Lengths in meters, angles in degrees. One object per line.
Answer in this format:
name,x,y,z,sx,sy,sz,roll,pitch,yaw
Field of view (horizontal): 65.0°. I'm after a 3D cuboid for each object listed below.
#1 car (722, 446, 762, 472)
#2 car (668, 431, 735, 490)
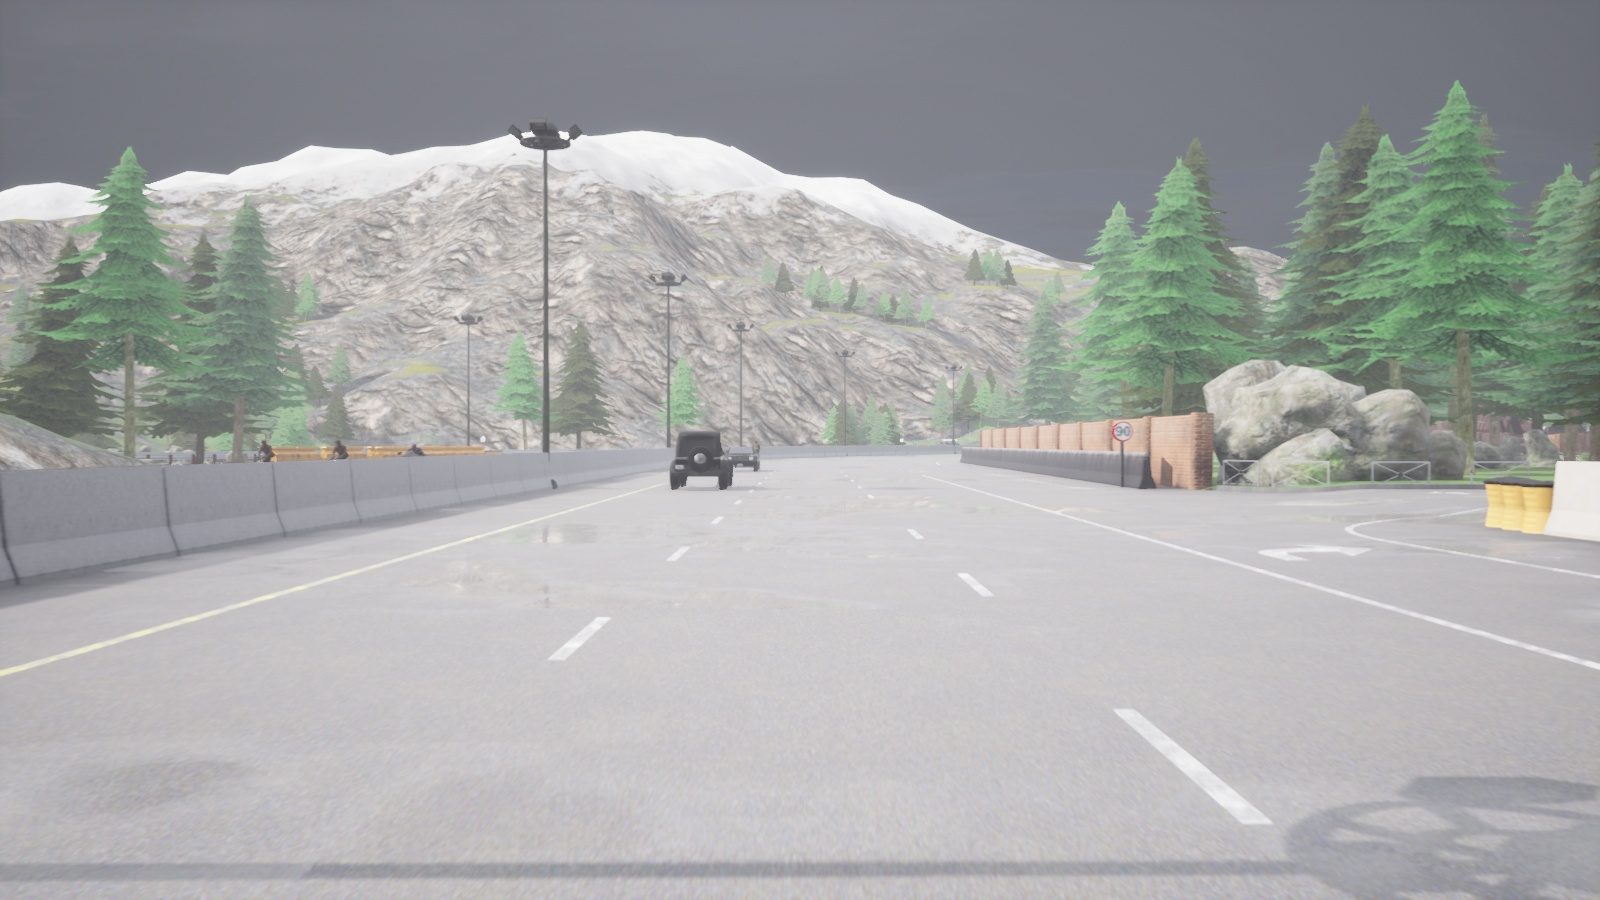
car,-3.101,0.464,67.465,1.895,1.301,4.718,0,0,0
car,-3.244,0.305,41.829,1.905,1.878,3.866,0,0,0
